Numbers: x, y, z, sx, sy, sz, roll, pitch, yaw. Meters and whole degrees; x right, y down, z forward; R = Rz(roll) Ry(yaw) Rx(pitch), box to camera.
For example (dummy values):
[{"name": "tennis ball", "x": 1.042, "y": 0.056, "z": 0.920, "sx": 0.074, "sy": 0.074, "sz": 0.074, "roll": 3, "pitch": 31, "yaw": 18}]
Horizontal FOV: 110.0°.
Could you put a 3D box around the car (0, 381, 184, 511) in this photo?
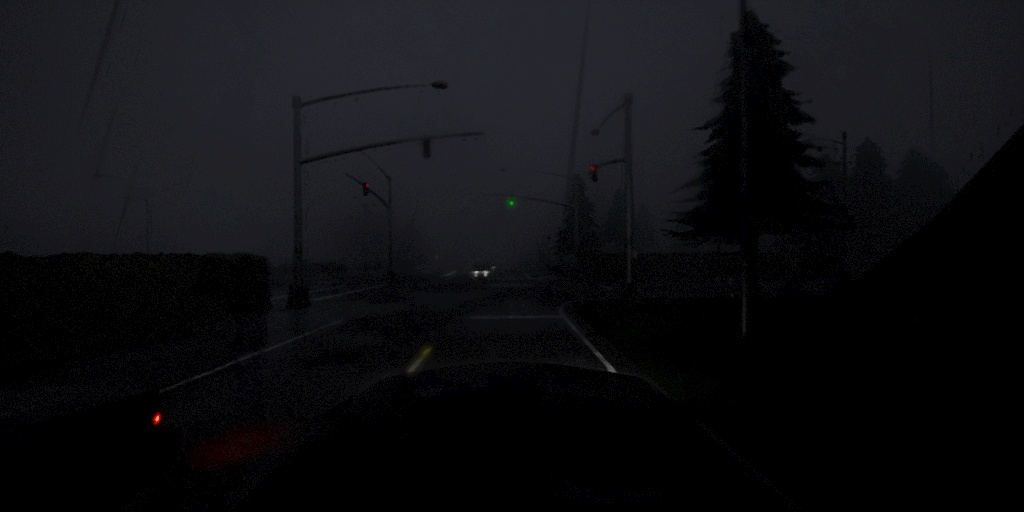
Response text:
[{"name": "car", "x": -3.549, "y": 1.327, "z": 0.436, "sx": 2.033, "sy": 1.411, "sz": 5.357, "roll": 0, "pitch": 0, "yaw": 0}]

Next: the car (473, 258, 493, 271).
[{"name": "car", "x": -3.987, "y": 1.243, "z": 47.348, "sx": 1.994, "sy": 1.385, "sz": 4.181, "roll": 0, "pitch": 0, "yaw": 0}]

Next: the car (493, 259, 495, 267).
[{"name": "car", "x": -4.083, "y": 1.156, "z": 65.005, "sx": 1.882, "sy": 1.535, "sz": 5.008, "roll": 0, "pitch": 0, "yaw": -1}]
